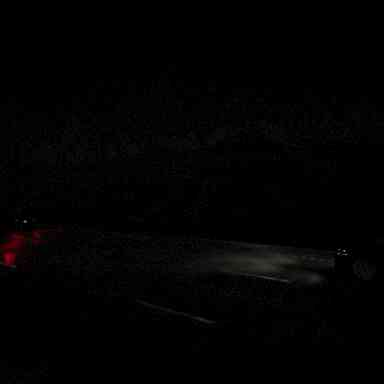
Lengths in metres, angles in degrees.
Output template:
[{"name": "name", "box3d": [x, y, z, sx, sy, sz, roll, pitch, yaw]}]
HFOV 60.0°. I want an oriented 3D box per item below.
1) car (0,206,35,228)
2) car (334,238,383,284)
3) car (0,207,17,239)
[{"name": "car", "box3d": [-12.153, 1.636, 21.973, 4.674, 1.442, 1.812, 0, 0, 37]}, {"name": "car", "box3d": [6.166, 1.548, 8.099, 5.008, 1.535, 1.882, 0, 0, 38]}, {"name": "car", "box3d": [-10.965, 1.606, 16.691, 4.674, 1.442, 1.812, 0, 0, 37]}]
